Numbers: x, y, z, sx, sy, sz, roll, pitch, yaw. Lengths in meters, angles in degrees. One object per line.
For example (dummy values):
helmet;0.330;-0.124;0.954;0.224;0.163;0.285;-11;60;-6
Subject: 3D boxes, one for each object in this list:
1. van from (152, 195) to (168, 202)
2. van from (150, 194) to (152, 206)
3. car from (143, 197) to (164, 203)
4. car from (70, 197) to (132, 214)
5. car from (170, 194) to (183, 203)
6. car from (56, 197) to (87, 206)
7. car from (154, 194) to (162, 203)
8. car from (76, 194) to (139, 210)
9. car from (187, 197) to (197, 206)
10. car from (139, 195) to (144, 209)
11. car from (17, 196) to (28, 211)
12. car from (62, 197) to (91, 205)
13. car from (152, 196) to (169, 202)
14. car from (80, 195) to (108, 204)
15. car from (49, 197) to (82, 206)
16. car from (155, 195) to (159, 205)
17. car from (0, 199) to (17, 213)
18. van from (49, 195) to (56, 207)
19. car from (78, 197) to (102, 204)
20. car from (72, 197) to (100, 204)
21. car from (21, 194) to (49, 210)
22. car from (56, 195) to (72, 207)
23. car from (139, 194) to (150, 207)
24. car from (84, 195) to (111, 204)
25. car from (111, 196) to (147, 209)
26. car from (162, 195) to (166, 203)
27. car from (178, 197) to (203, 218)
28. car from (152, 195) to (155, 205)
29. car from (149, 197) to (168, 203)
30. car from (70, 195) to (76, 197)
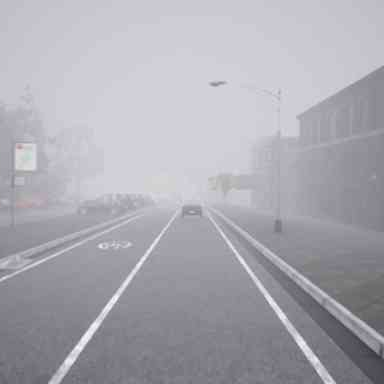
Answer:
van;-8.762;1.833;91.475;4.442;1.987;1.878;0;-1;0
van;-8.719;1.358;49.431;4.442;1.987;1.878;0;-1;0
car;-8.893;1.909;77.457;4.792;1.488;2.163;0;-1;0
car;-8.834;1.468;32.614;4.892;1.521;2.231;0;0;0
car;-3.232;1.516;74.743;2.150;2.045;5.566;0;-1;0
car;-21.895;1.721;60.493;4.792;1.488;2.163;0;-1;0
car;-8.873;1.440;60.644;5.566;2.045;2.435;0;-1;0
car;-8.866;1.227;35.416;5.566;2.045;2.435;0;0;0
car;0.018;1.748;61.355;1.801;1.575;5.366;0;0;0
car;-8.840;1.512;41.019;4.892;1.521;2.231;0;0;0
car;-21.917;1.535;38.217;4.674;1.452;2.002;0;0;0
car;-21.956;1.748;63.278;4.792;1.488;2.163;0;-1;0
car;-8.913;1.969;94.277;4.553;1.767;2.185;0;-1;0
car;-21.911;1.592;74.419;5.566;2.045;2.435;0;-1;0
car;-21.916;1.665;57.708;5.008;1.535;2.097;0;-1;0
car;-8.836;1.664;57.838;5.008;1.535;2.097;0;-1;0
car;-21.922;1.479;35.430;5.008;1.535;2.097;0;0;0
van;-22.030;1.332;46.567;4.442;1.987;1.878;0;0;0
car;-21.934;1.848;71.508;4.674;1.452;2.002;0;-1;0
car;-21.928;1.778;68.848;5.008;1.535;2.097;0;-1;0
car;-21.882;1.409;43.786;4.553;1.767;2.185;0;0;0
car;-21.914;1.652;52.137;4.674;1.452;2.002;0;-1;0
car;-8.862;1.283;43.826;5.566;2.045;2.435;0;0;0
car;-21.914;1.626;77.080;5.566;2.045;2.435;0;-1;0
car;-8.802;1.432;46.626;4.553;1.767;2.185;0;-1;0
car;-8.852;1.809;71.854;5.008;1.535;2.097;0;-1;0
car;0.009;1.510;30.077;1.882;1.535;5.008;0;-1;0
car;-8.831;1.612;52.233;4.892;1.521;2.231;0;-1;0
car;-8.871;2.023;88.669;5.008;1.535;2.097;0;-1;0
car;-21.733;1.635;54.922;5.366;1.575;1.946;0;-1;0
